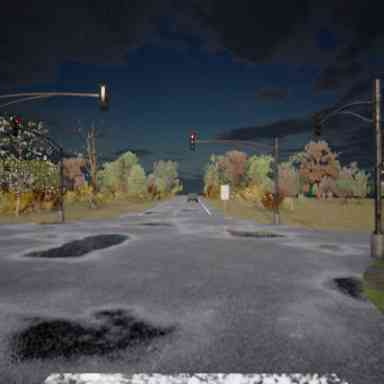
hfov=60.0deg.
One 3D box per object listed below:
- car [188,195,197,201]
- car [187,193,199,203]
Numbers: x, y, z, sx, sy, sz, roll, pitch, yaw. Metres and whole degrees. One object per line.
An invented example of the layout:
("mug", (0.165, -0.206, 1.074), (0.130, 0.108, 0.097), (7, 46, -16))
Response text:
("car", (0.181, 1.388, 78.433), (2.033, 1.411, 5.357), (0, 0, 0))
("car", (0.158, 1.226, 68.042), (2.150, 2.045, 5.566), (0, 0, 0))
